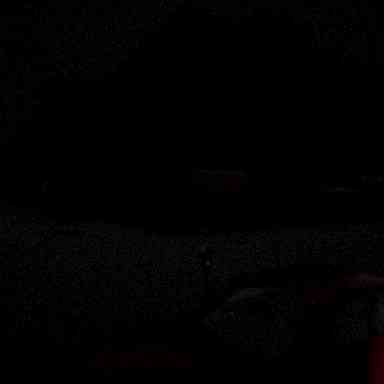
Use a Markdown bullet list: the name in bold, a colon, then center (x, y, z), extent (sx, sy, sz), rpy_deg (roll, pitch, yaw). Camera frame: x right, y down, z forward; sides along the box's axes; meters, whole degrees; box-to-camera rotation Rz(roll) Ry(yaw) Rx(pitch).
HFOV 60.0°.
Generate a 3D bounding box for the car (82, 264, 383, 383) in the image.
- **car**: center (1.155, 1.546, 3.538), extent (4.507, 1.381, 1.887), rpy_deg (0, 0, -31)
